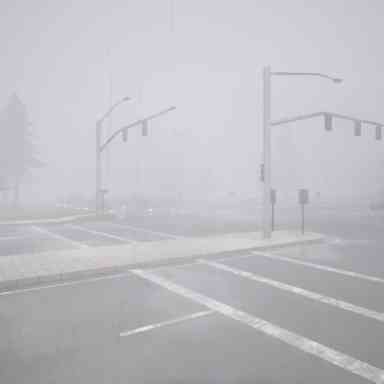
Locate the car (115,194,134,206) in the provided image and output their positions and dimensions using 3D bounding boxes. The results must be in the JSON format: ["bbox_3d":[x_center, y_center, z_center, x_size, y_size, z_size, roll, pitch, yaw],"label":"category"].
[{"bbox_3d":[-11.481,1.505,54.388,1.837,1.490,4.892,0,0,-35],"label":"car"}]

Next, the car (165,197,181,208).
[{"bbox_3d":[-3.455,1.505,49.028,1.837,1.490,4.892,0,0,-35],"label":"car"}]

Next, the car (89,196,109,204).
[{"bbox_3d":[-17.738,1.492,63.387,2.128,1.511,4.902,0,0,-35],"label":"car"}]

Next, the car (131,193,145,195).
[{"bbox_3d":[-8.997,1.222,56.949,2.150,2.045,5.566,0,0,-35],"label":"car"}]

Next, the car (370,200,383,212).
[{"bbox_3d":[22.006,1.601,37.471,4.718,1.301,1.895,0,0,-34],"label":"car"}]

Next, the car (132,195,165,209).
[{"bbox_3d":[-6.237,1.505,46.899,1.837,1.490,4.892,0,0,-35],"label":"car"}]

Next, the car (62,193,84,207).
[{"bbox_3d":[-17.701,1.221,51.046,2.150,2.045,5.566,0,0,-35],"label":"car"}]

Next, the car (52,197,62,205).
[{"bbox_3d":[-23.767,1.564,59.785,1.994,1.385,4.181,0,0,-34],"label":"car"}]

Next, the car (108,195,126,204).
[{"bbox_3d":[-14.788,1.478,65.298,1.882,1.535,5.008,0,0,-34],"label":"car"}]

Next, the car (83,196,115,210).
[{"bbox_3d":[-12.035,1.505,42.973,1.837,1.490,4.892,0,0,-35],"label":"car"}]
